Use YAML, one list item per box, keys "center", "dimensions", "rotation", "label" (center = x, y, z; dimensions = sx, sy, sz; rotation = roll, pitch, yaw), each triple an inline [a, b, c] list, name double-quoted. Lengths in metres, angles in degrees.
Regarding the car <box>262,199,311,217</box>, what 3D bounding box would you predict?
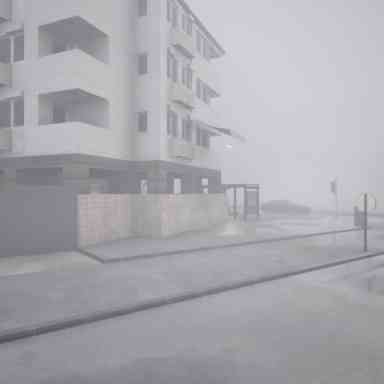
- center: [8.970, 1.477, 31.791]
  dimensions: [1.882, 1.535, 5.008]
  rotation: [0, 0, -36]
  label: "car"
